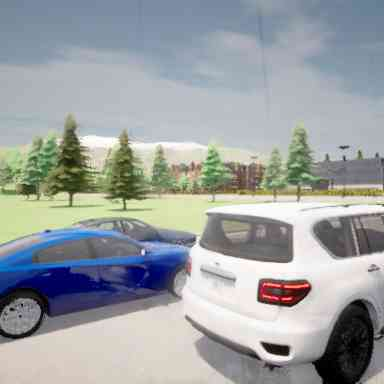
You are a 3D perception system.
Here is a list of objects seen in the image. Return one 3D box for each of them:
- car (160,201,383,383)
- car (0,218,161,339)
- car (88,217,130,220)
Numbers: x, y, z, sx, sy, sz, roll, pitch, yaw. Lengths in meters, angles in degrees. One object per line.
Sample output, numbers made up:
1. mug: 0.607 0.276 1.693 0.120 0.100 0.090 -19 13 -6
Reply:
1. car: 2.476 1.171 5.516 5.566 2.045 2.150 -1 0 -36
2. car: -1.977 1.457 6.638 5.008 1.535 1.882 0 0 -36
3. car: -2.361 1.508 10.662 5.357 1.411 2.033 -1 0 -36
